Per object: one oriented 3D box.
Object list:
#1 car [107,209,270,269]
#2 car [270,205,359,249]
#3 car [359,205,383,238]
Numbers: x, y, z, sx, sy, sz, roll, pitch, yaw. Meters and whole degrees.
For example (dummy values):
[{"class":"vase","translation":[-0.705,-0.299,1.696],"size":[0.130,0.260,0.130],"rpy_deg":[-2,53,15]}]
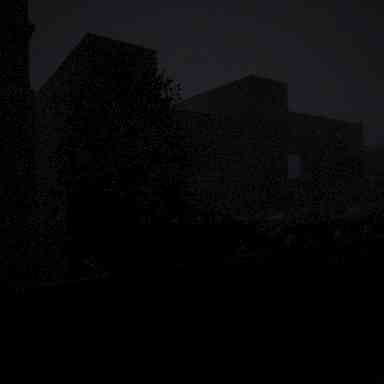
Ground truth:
[{"class":"car","translation":[-0.156,1.331,10.512],"size":[5.008,1.535,2.097],"rpy_deg":[0,0,-33]},{"class":"car","translation":[4.349,1.382,13.739],"size":[4.892,1.521,2.231],"rpy_deg":[0,0,-33]},{"class":"car","translation":[8.866,1.411,16.975],"size":[5.008,1.535,2.097],"rpy_deg":[1,0,-33]}]
